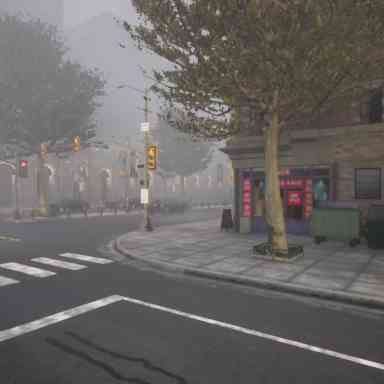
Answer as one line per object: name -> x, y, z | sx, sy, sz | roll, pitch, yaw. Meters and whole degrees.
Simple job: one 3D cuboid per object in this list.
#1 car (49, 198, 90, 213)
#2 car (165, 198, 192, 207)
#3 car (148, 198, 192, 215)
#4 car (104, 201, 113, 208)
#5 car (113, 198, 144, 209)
car -> -13.875, 1.505, 37.444 | 1.837, 1.490, 4.892 | 0, 0, 36
car -> -2.148, 1.601, 53.733 | 1.895, 1.301, 4.718 | 0, 0, 36
car -> -2.262, 1.352, 33.553 | 2.097, 1.767, 4.553 | 0, 0, 36
car -> -10.251, 1.595, 47.876 | 1.895, 1.301, 4.718 | 0, 0, 36
car -> -8.038, 1.526, 45.536 | 1.812, 1.442, 4.674 | 0, 0, 36
